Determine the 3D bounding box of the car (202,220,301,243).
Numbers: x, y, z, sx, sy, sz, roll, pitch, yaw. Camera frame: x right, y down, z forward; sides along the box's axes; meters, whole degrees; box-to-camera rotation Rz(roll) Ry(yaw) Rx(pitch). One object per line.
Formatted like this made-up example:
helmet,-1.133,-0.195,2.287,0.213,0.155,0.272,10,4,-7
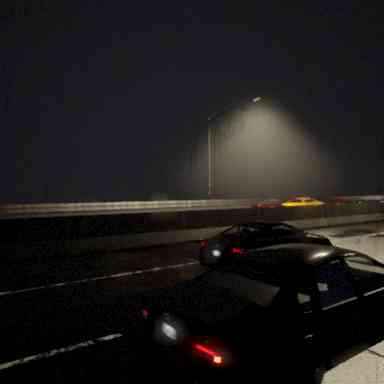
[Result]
car,2.249,1.525,9.644,4.181,1.385,1.994,0,0,-35

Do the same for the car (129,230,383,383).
car,1.796,1.525,5.026,5.357,1.411,2.033,0,0,-35

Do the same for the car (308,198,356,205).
car,13.261,1.327,30.623,5.008,1.535,1.882,0,0,-35

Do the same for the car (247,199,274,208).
car,8.101,1.457,35.542,4.718,1.301,1.895,0,0,-35

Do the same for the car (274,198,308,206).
car,10.891,1.329,33.231,5.008,1.535,1.882,0,0,-35
